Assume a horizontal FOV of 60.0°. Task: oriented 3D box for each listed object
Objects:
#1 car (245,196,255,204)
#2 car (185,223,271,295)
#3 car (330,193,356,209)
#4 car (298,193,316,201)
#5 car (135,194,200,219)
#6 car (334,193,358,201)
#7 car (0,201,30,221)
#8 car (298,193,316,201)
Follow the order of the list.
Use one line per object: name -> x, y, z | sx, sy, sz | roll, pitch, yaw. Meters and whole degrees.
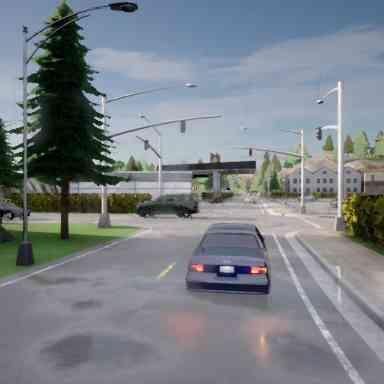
car -> 11.235, 1.526, 64.808 | 1.812, 1.442, 4.674 | 0, 0, 10
car -> 1.095, 1.547, 8.929 | 2.033, 1.411, 5.357 | 0, 0, 10
car -> 20.265, 1.330, 42.399 | 5.027, 1.636, 2.152 | 0, 0, 10
car -> 27.402, 1.077, 79.301 | 3.866, 1.878, 1.905 | 0, 0, 10
car -> -2.059, 1.221, 28.664 | 5.566, 2.045, 2.150 | 0, 0, 10
car -> 34.573, 1.097, 74.686 | 4.605, 1.855, 1.932 | 0, 0, 10
car -> -15.735, 1.491, 27.255 | 4.902, 1.511, 2.128 | 0, 0, 10
car -> 26.218, 1.361, 76.135 | 3.806, 1.475, 1.970 | 0, 0, 10
